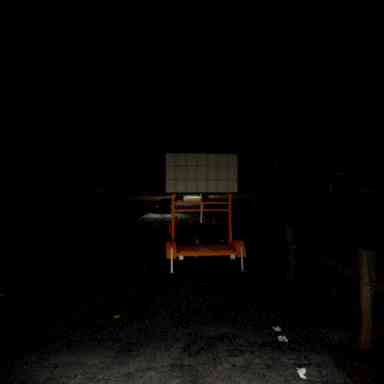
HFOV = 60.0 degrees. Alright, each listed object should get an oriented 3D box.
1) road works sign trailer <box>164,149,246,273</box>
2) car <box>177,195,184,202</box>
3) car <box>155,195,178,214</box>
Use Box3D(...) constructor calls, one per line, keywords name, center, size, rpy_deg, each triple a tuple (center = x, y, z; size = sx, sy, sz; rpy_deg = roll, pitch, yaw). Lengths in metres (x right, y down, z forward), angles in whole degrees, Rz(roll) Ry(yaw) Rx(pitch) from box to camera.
Box3D(name="road works sign trailer", center=(0.291, 0.456, 10.682), size=(2.380, 3.560, 2.880), rpy_deg=(0, 0, -6))
Box3D(name="car", center=(-2.639, 1.303, 67.615), size=(1.895, 1.301, 4.718), rpy_deg=(0, 1, 0))
Box3D(name="car", center=(-2.789, 1.430, 35.618), size=(1.882, 1.535, 5.008), rpy_deg=(0, 0, 0))
